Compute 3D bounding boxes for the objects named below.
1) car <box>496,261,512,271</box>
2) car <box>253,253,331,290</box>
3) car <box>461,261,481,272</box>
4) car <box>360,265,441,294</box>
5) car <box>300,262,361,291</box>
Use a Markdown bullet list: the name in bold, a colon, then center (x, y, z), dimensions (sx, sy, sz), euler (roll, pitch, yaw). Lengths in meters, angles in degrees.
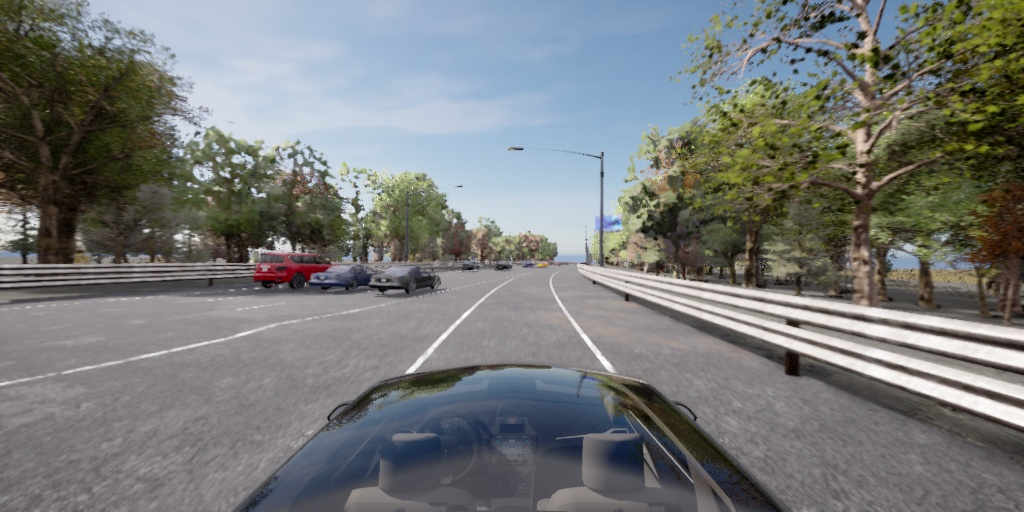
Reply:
- **car**: center (-1.256, 1.606, 57.765), dimensions (1.882, 1.535, 5.008), euler (0, -1, 12)
- **car**: center (-12.621, 0.860, 21.753), dimensions (2.150, 2.045, 5.566), euler (0, -1, 12)
- **car**: center (-5.941, 1.532, 52.657), dimensions (1.837, 1.490, 4.892), euler (0, -1, 12)
- **car**: center (-5.787, 1.278, 20.079), dimensions (2.033, 1.411, 5.357), euler (2, 0, 12)
- **car**: center (-9.232, 1.212, 20.888), dimensions (2.033, 1.411, 5.357), euler (0, -1, 12)
